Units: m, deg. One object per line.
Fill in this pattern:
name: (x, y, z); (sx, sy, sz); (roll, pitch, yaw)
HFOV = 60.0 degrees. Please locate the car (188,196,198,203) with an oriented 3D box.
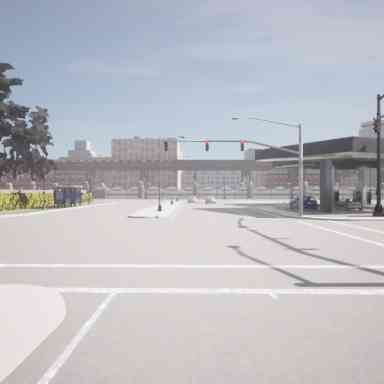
car: (0.192, 1.525, 66.125); (1.812, 1.442, 4.674); (0, 0, 0)

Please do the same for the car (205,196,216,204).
car: (3.585, 1.525, 64.340); (1.812, 1.442, 4.674); (0, 0, 0)

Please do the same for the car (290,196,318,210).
car: (13.263, 1.295, 39.652); (2.242, 1.667, 4.611); (0, 0, 0)

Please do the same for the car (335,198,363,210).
car: (19.009, 1.456, 40.407); (1.970, 1.475, 3.806); (0, 0, 0)
